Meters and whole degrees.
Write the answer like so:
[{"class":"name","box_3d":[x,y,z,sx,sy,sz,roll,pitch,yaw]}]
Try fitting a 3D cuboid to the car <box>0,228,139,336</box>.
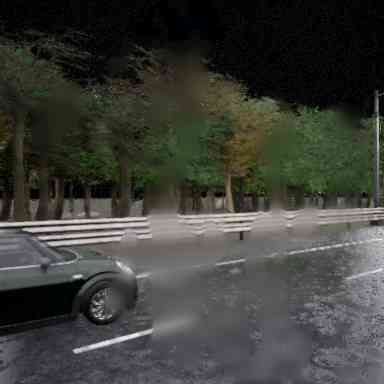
[{"class":"car","box_3d":[-3.218,1.415,5.741,4.553,1.767,2.097,1,-1,-36]}]
